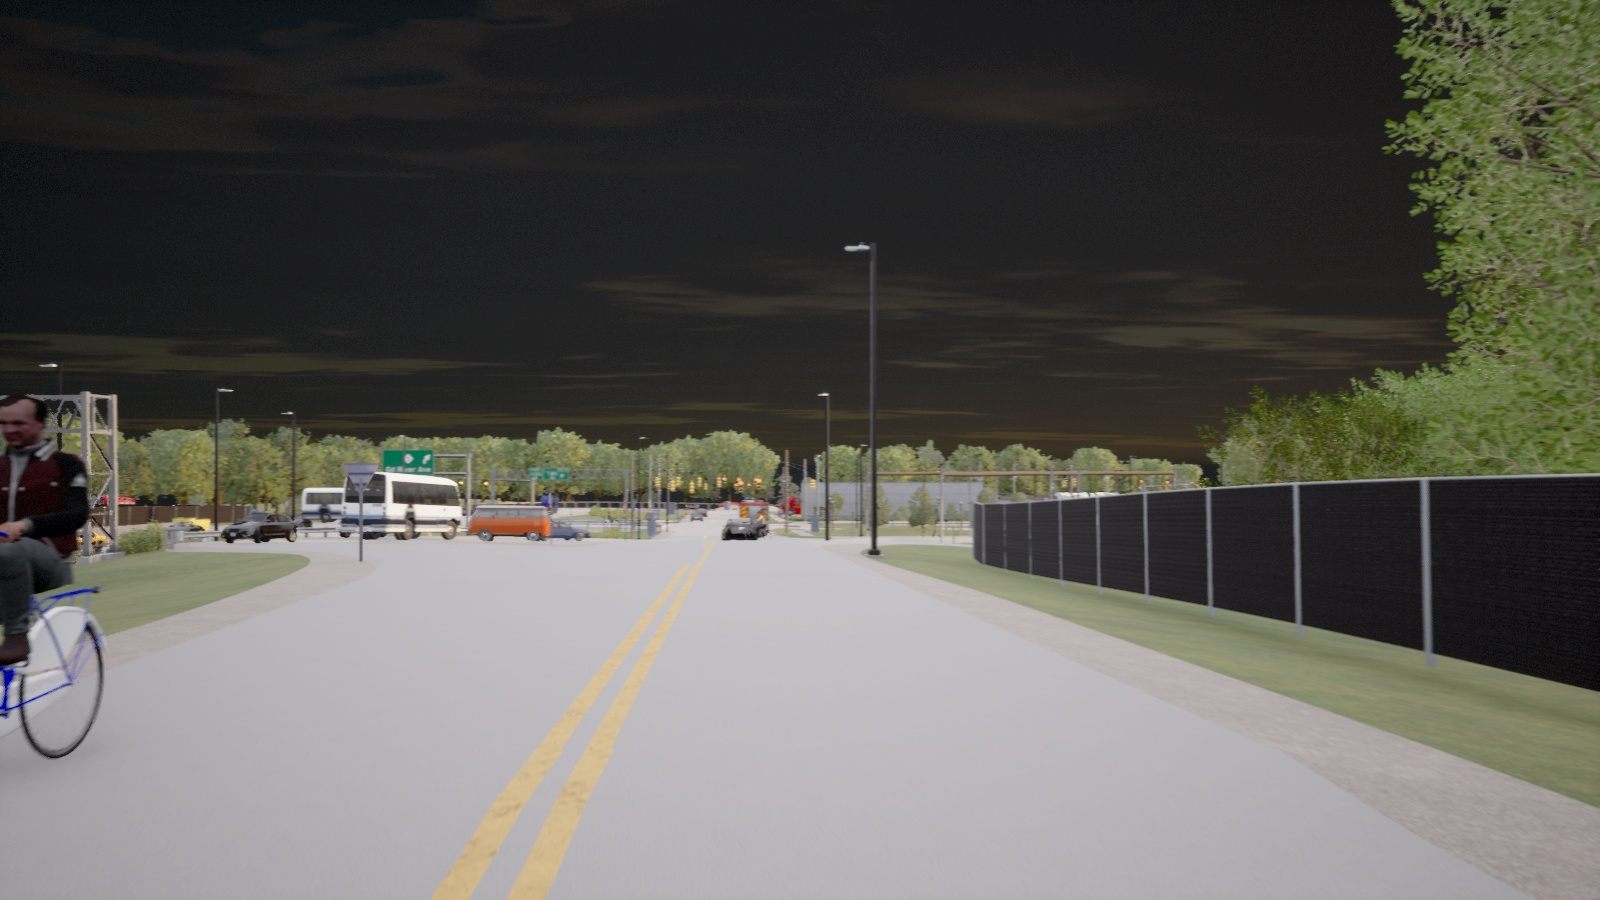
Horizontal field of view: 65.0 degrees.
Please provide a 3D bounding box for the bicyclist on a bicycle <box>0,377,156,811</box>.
[{"bbox_3d":[-3.612,0.604,5.449,0.659,1.776,1.843,0,-3,0],"label":"bicyclist on a bicycle"}]

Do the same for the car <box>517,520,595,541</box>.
[{"bbox_3d":[-17.883,5.923,92.189,5.357,1.411,2.033,5,-4,-43],"label":"car"}]

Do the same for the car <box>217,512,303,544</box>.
[{"bbox_3d":[-26.377,3.791,61.519,1.816,1.474,4.193,-2,-3,11],"label":"car"}]

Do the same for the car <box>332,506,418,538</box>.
[{"bbox_3d":[-28.630,4.886,84.809,2.150,2.045,5.566,-1,-4,25],"label":"car"}]

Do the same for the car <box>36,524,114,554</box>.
[{"bbox_3d":[-43.672,5.343,75.799,1.801,1.575,5.366,0,-2,-3],"label":"car"}]

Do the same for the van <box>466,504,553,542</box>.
[{"bbox_3d":[-15.851,4.016,68.717,4.442,1.987,1.775,1,-5,-7],"label":"van"}]

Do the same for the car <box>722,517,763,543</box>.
[{"bbox_3d":[-3.534,4.884,76.292,2.163,1.488,4.792,0,-5,-7],"label":"car"}]

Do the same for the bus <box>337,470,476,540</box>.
[{"bbox_3d":[-25.491,3.699,82.179,3.944,4.253,10.273,1,-4,12],"label":"bus"}]
